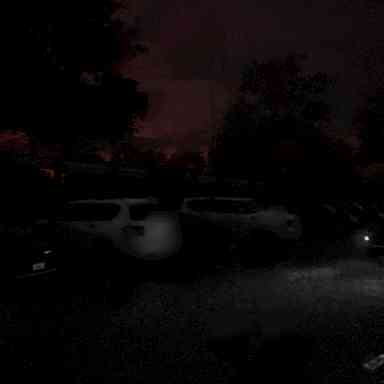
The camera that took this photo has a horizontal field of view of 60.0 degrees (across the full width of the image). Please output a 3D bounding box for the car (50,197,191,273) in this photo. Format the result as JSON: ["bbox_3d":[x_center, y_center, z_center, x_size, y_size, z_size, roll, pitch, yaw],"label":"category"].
[{"bbox_3d":[-3.091,1.230,10.852,5.566,2.045,2.435,-1,0,34],"label":"car"}]

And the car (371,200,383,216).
[{"bbox_3d":[9.212,1.333,19.631,4.553,1.767,2.185,-1,-1,34],"label":"car"}]

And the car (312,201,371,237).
[{"bbox_3d":[6.751,1.337,17.868,4.553,1.767,2.185,-1,-1,35],"label":"car"}]

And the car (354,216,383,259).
[{"bbox_3d":[7.799,1.581,11.396,4.718,1.301,1.895,0,0,-35],"label":"car"}]

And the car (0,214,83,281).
[{"bbox_3d":[-5.522,1.487,9.060,4.892,1.521,2.231,-1,0,35],"label":"car"}]

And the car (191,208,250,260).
[{"bbox_3d":[-0.577,1.506,12.570,4.792,1.488,2.163,-1,-1,34],"label":"car"}]

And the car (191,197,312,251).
[{"bbox_3d":[1.880,1.220,14.332,5.566,2.045,2.435,-1,-1,34],"label":"car"}]
